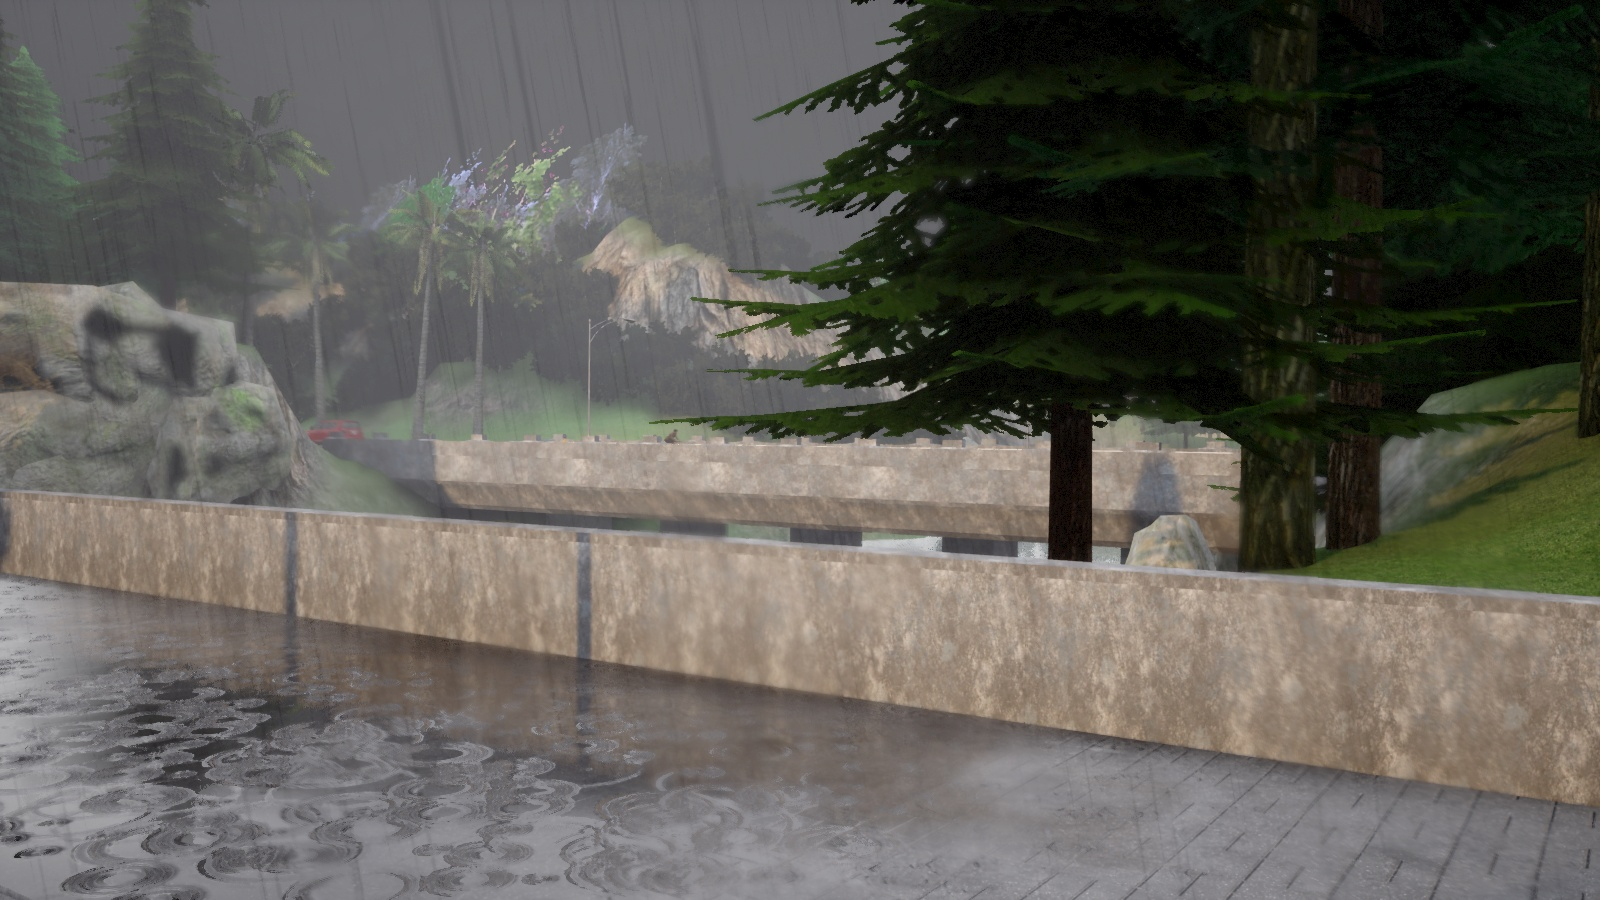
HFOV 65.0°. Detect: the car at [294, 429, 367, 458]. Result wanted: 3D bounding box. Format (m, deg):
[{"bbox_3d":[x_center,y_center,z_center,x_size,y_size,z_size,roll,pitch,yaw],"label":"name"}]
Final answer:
[{"bbox_3d":[-34.398,-0.493,91.873,5.566,2.045,2.150,0,1,34],"label":"car"}]
